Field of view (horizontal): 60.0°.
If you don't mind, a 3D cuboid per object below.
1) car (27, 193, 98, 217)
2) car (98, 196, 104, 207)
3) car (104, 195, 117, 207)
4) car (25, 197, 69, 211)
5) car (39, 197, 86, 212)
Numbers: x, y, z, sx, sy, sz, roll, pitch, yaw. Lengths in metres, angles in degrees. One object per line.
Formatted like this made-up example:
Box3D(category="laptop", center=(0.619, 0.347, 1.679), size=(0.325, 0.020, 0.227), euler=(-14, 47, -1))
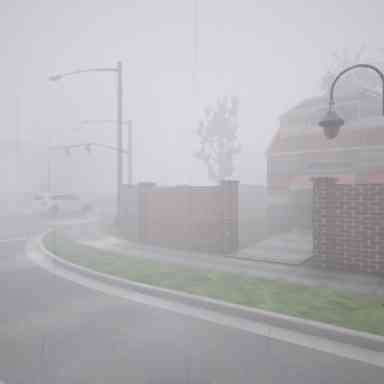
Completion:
Box3D(category="car", center=(-11.870, 1.134, 30.740), size=(2.150, 2.045, 5.566), euler=(0, 1, 37))
Box3D(category="car", center=(-12.279, 1.266, 47.955), size=(1.837, 1.490, 4.892), euler=(0, 1, 37))
Box3D(category="car", center=(-9.369, 1.283, 46.006), size=(1.812, 1.442, 4.674), euler=(0, 1, 37))
Box3D(category="car", center=(-17.679, 1.394, 40.809), size=(1.812, 1.442, 4.674), euler=(0, 1, 37))
Box3D(category="car", center=(-14.949, 1.371, 38.621), size=(1.837, 1.490, 4.892), euler=(0, 1, 36))
